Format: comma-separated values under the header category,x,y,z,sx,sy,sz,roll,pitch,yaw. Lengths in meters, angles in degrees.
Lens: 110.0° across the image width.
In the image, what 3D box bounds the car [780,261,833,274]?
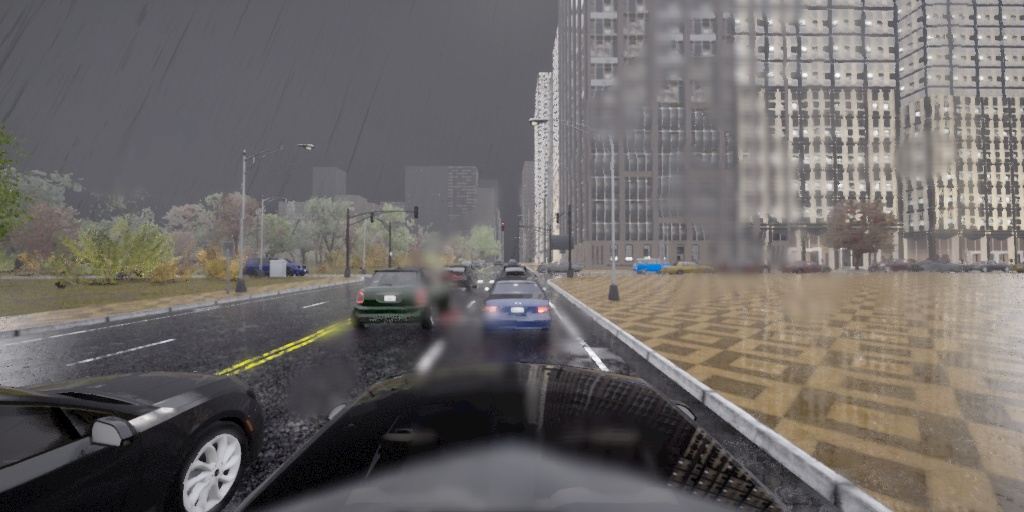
category,x,y,z,sx,sy,sz,roll,pitch,yaw
car,27.387,1.122,33.388,4.207,1.307,1.802,0,0,-1

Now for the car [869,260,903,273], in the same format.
category,x,y,z,sx,sy,sz,roll,pitch,yaw
car,43.993,1.149,41.579,4.097,1.591,1.967,0,0,-1

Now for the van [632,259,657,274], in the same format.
category,x,y,z,sx,sy,sz,roll,pitch,yaw
van,16.025,1.183,41.294,3.998,1.789,1.690,0,0,-1

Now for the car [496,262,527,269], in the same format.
category,x,y,z,sx,sy,sz,roll,pitch,yaw
car,0.141,1.279,21.397,1.837,1.490,4.892,0,0,-1

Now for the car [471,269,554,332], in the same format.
category,x,y,z,sx,sy,sz,roll,pitch,yaw
car,0.121,1.303,10.838,2.033,1.411,5.357,0,0,0

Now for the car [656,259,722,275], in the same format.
category,x,y,z,sx,sy,sz,roll,pitch,yaw
car,16.389,1.121,33.276,4.829,1.417,1.751,0,0,-1

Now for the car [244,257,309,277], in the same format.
category,x,y,z,sx,sy,sz,roll,pitch,yaw
car,-23.075,1.104,35.179,5.566,2.045,2.150,0,-2,-1

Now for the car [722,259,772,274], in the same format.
category,x,y,z,sx,sy,sz,roll,pitch,yaw
car,21.803,1.007,33.331,4.097,1.591,1.967,0,0,-1

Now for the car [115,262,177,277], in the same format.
category,x,y,z,sx,sy,sz,roll,pitch,yaw
car,-35.709,1.308,35.118,4.553,1.767,2.097,0,-2,0

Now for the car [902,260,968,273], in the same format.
category,x,y,z,sx,sy,sz,roll,pitch,yaw
car,45.865,1.183,38.925,4.181,1.385,1.994,0,-2,0

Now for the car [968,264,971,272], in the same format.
category,x,y,z,sx,sy,sz,roll,pitch,yaw
car,49.586,1.229,41.635,4.507,1.381,1.888,0,0,-1

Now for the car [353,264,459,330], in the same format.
category,x,y,z,sx,sy,sz,roll,pitch,yaw
car,-3.132,1.108,11.320,2.097,1.767,4.553,0,0,0

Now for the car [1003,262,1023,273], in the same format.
category,x,y,z,sx,sy,sz,roll,pitch,yaw
car,49.893,0.963,33.604,4.829,1.417,1.751,0,0,-1

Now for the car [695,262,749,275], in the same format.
category,x,y,z,sx,sy,sz,roll,pitch,yaw
car,22.623,1.330,38.773,4.718,1.301,1.895,0,-2,-1

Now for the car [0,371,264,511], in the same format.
category,x,y,z,sx,sy,sz,roll,pitch,yaw
car,-3.152,1.255,1.245,1.837,1.490,4.892,0,0,0

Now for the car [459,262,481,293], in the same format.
category,x,y,z,sx,sy,sz,roll,pitch,yaw
car,-3.111,1.278,21.001,1.837,1.490,4.892,0,0,0

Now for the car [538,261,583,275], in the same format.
category,x,y,z,sx,sy,sz,roll,pitch,yaw
car,5.274,1.330,39.428,4.902,1.511,2.128,0,-2,11

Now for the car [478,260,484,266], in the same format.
category,x,y,z,sx,sy,sz,roll,pitch,yaw
car,-6.438,1.508,62.007,1.994,1.385,4.181,0,0,1

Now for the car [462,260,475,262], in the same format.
category,x,y,z,sx,sy,sz,roll,pitch,yaw
car,-6.484,1.371,51.999,1.882,1.535,5.008,0,0,0
